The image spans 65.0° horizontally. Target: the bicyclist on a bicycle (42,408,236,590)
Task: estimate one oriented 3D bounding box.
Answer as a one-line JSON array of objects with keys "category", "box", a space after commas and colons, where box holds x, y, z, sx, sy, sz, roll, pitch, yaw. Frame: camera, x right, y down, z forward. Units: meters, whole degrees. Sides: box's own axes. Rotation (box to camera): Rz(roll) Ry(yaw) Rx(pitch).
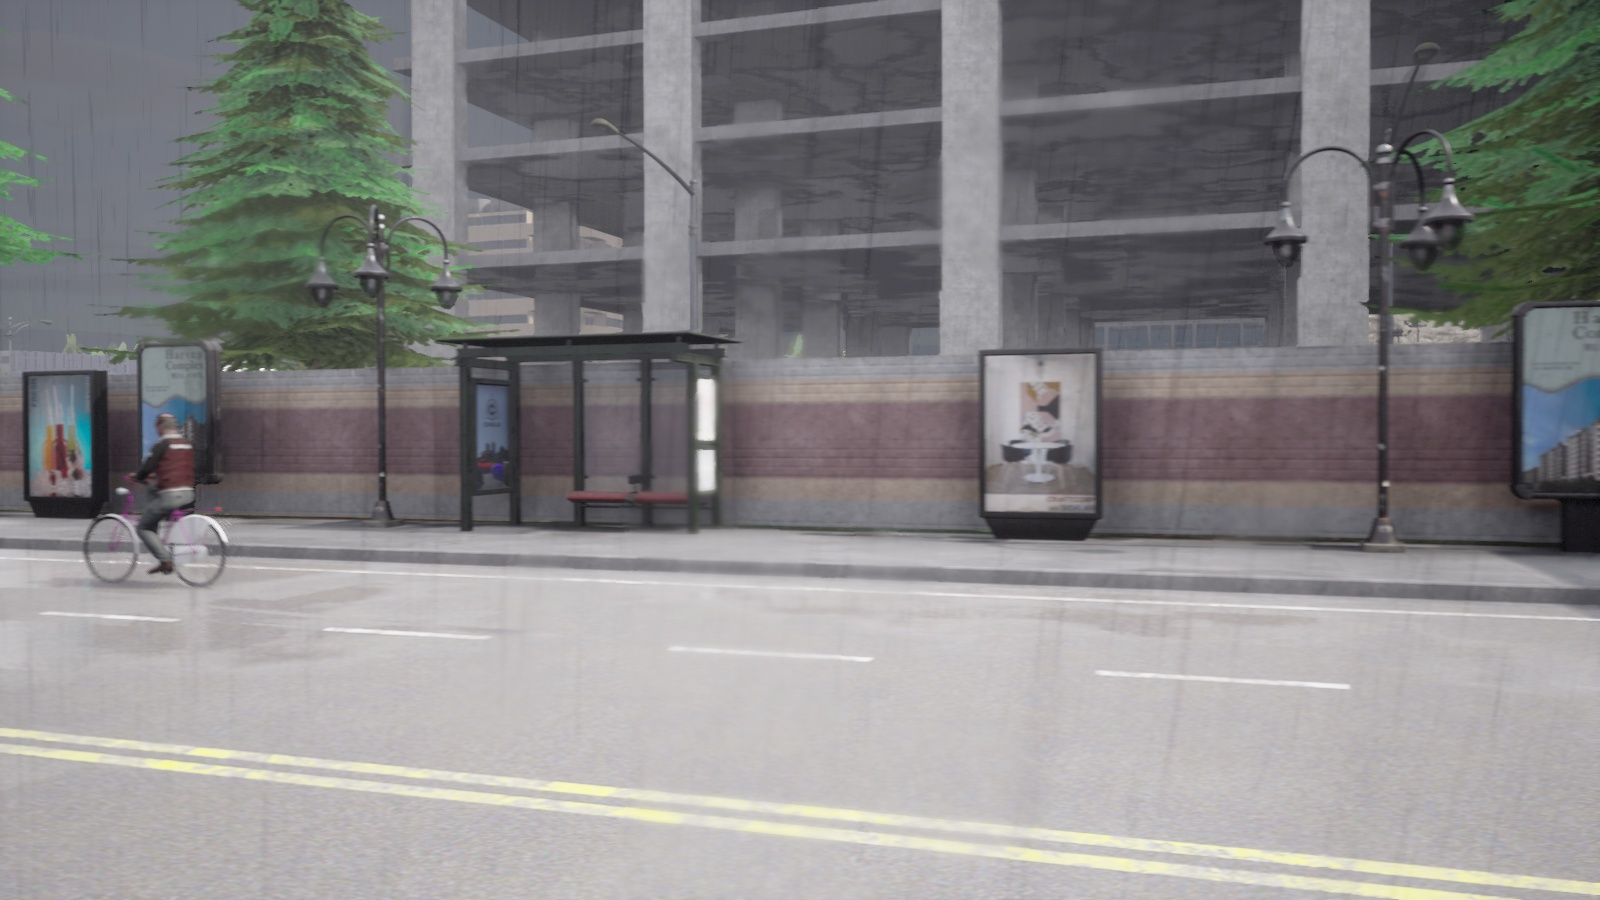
[{"category": "bicyclist on a bicycle", "box": [-6.757, 0.466, 12.844, 1.843, 1.776, 0.659, 1, 1, 19]}]
